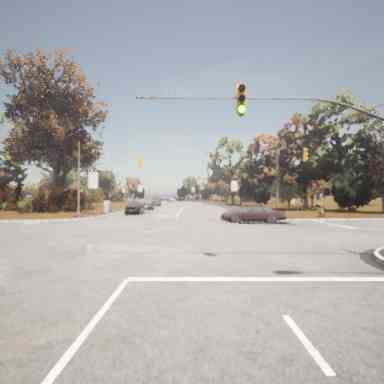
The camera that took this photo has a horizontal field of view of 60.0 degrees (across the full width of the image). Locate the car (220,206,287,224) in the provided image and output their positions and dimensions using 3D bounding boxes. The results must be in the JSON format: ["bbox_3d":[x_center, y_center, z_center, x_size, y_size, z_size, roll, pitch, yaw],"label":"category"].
[{"bbox_3d":[5.110,1.897,27.756,5.357,1.411,2.033,0,-1,-3],"label":"car"}]

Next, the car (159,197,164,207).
[{"bbox_3d":[-7.321,2.328,68.145,1.994,1.385,4.181,0,0,-2],"label":"car"}]

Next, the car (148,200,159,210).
[{"bbox_3d":[-7.106,2.142,53.302,2.128,1.511,4.902,0,0,0],"label":"car"}]

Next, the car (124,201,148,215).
[{"bbox_3d":[-7.086,1.997,41.347,1.882,1.535,5.008,0,-1,0],"label":"car"}]
